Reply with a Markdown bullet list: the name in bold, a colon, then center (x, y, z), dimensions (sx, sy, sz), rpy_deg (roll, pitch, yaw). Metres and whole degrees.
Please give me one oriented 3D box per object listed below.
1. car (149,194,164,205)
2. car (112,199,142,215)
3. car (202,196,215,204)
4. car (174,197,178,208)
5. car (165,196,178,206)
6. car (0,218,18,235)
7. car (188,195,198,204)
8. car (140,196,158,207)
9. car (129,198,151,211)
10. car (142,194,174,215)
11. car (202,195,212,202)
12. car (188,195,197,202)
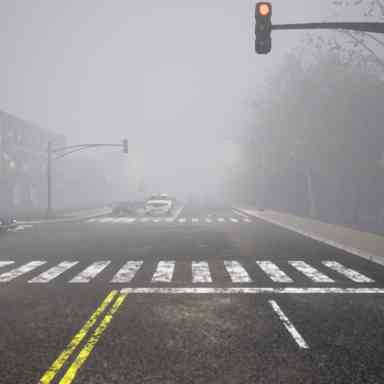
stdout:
- **car**: center (-6.493, 1.329, 61.178), dimensions (2.097, 1.767, 4.553), rpy_deg (0, 0, 0)
- **car**: center (-6.557, 1.591, 33.142), dimensions (1.895, 1.301, 4.718), rpy_deg (0, 0, 0)
- **car**: center (3.423, 1.576, 64.722), dimensions (1.895, 1.301, 4.718), rpy_deg (0, 0, 0)
- **car**: center (-3.291, 1.586, 43.791), dimensions (1.895, 1.301, 4.718), rpy_deg (0, 0, 1)
- **car**: center (-3.277, 1.485, 53.940), dimensions (1.837, 1.490, 4.892), rpy_deg (0, 0, 0)
- **car**: center (-11.529, 1.687, 16.834), dimensions (4.718, 1.301, 1.895), rpy_deg (-2, 0, -5)
- **car**: center (0.172, 1.467, 64.707), dimensions (2.128, 1.511, 4.902), rpy_deg (0, 0, 0)
- **car**: center (-6.530, 1.473, 51.124), dimensions (2.128, 1.511, 4.902), rpy_deg (0, 0, 0)
- **car**: center (-6.537, 1.550, 42.070), dimensions (1.994, 1.385, 4.181), rpy_deg (0, 0, 1)
- **car**: center (-3.304, 1.211, 33.735), dimensions (2.150, 2.045, 5.566), rpy_deg (0, 0, 0)
- **car**: center (3.335, 1.510, 74.740), dimensions (2.033, 1.411, 5.357), rpy_deg (0, 0, 0)
- **car**: center (0.087, 1.447, 75.017), dimensions (1.882, 1.535, 5.008), rpy_deg (0, 0, 0)
